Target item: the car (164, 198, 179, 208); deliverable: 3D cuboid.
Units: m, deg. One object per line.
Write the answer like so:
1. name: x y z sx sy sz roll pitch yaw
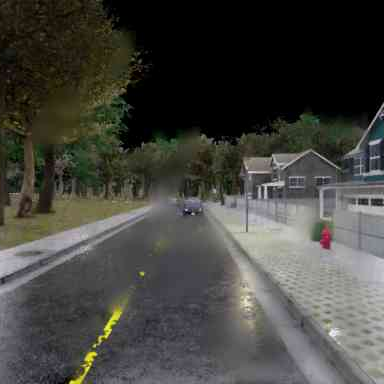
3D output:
1. car: -2.837 1.554 47.433 1.812 1.442 4.674 0 0 0

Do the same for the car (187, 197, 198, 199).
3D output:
1. car: 0.106 1.376 43.253 2.097 1.767 4.553 0 0 0

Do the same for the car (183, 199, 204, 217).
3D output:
1. car: 0.103 1.612 31.630 1.895 1.301 4.718 0 0 0
